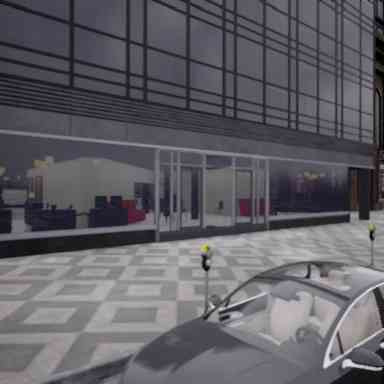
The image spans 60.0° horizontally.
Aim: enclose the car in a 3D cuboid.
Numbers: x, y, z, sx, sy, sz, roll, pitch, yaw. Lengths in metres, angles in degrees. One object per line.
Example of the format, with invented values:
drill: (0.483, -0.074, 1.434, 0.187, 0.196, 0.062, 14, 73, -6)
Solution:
car: (1.324, 1.554, 3.673, 4.403, 1.369, 2.008, 0, 0, -37)
